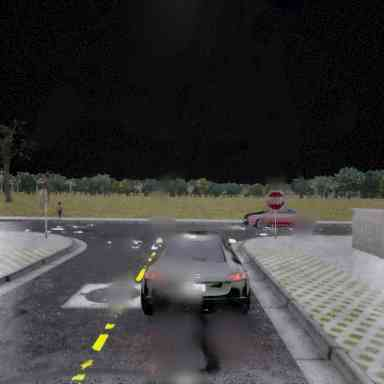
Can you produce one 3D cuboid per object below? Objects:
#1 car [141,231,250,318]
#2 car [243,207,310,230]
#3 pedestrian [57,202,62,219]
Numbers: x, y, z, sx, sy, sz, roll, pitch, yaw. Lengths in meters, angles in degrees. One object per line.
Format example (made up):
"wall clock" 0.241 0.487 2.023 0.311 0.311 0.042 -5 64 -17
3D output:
"car" 0.087 1.562 7.537 1.994 1.385 4.181 0 0 1
"car" 5.438 1.650 21.553 4.181 1.385 1.994 1 0 -3
"pedestrian" -9.719 0.998 24.448 0.375 1.860 0.375 0 -1 0
